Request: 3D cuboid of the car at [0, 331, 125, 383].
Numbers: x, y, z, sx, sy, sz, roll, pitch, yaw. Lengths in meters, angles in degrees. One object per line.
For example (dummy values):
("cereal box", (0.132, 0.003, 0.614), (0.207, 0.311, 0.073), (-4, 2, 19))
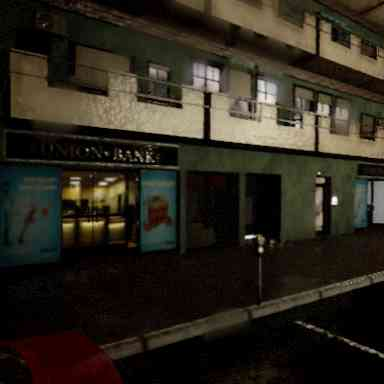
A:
("car", (-2.426, 1.507, 1.239), (4.507, 1.381, 1.887), (0, 1, -34))
